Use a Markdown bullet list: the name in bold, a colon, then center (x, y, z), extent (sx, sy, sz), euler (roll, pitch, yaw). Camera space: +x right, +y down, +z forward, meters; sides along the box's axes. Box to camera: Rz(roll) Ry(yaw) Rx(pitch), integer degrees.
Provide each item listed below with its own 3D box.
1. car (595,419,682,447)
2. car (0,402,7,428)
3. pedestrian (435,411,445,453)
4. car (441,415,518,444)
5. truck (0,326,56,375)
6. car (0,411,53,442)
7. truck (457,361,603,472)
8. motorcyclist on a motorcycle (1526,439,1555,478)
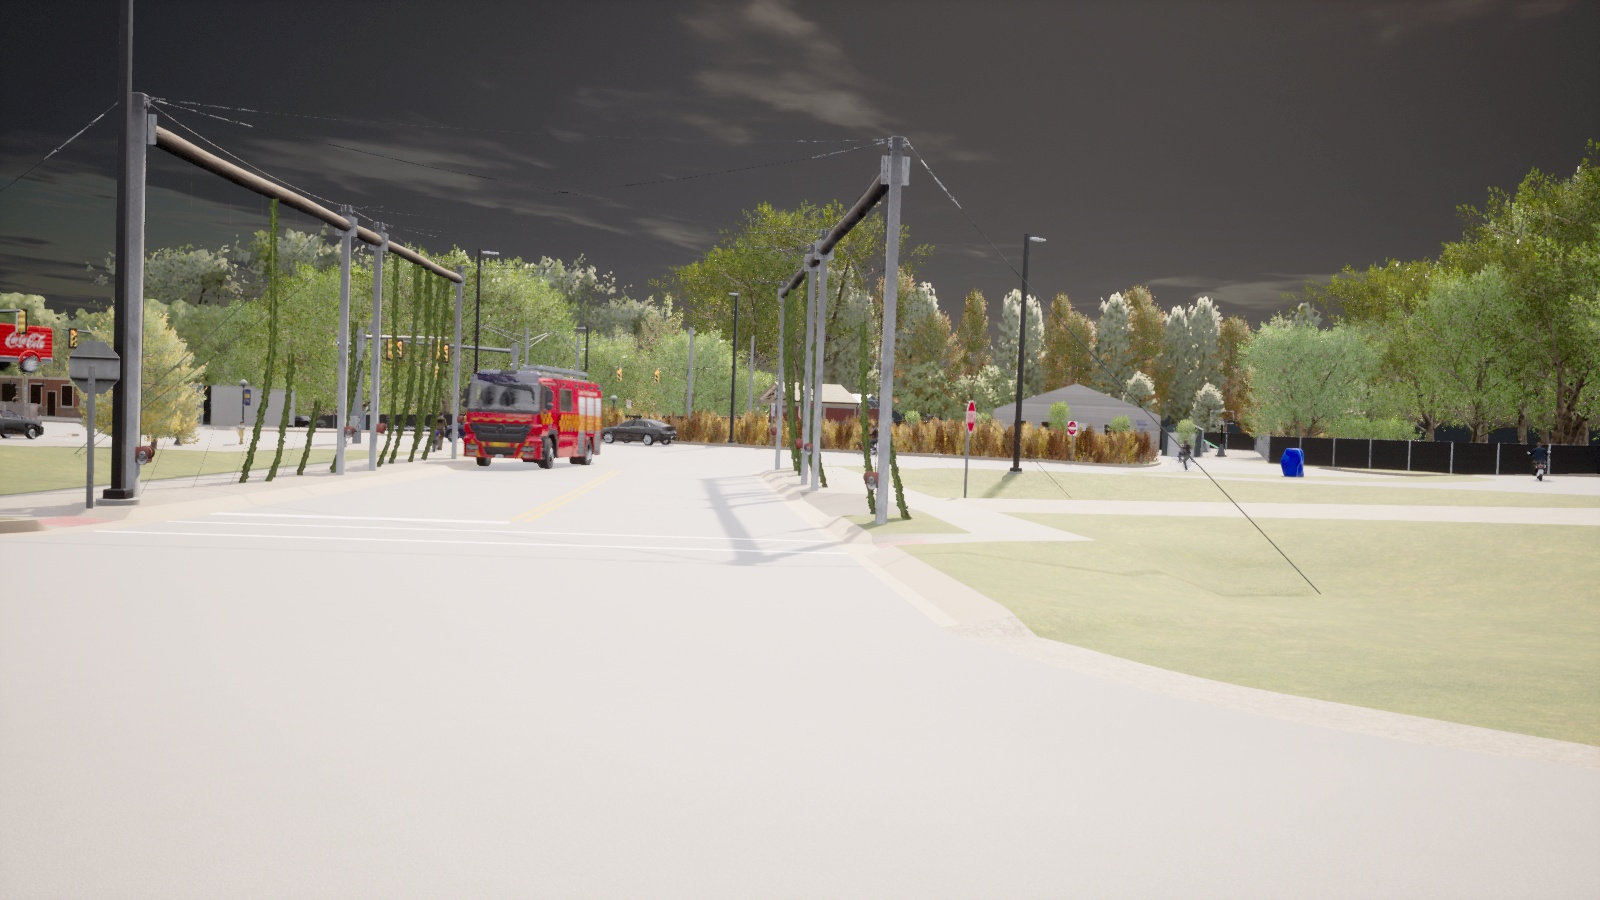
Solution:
- **car**: center (-9.385, -1.017, 72.962), extent (4.892, 1.490, 1.837), euler (2, 3, 31)
- **car**: center (-53.735, -2.291, 80.719), extent (5.027, 1.651, 2.152), euler (2, 2, 21)
- **pedestrian**: center (-16.659, -0.827, 58.131), extent (0.396, 1.930, 0.692), euler (1, 2, -13)
- **car**: center (-18.563, -1.213, 72.718), extent (3.988, 1.617, 1.851), euler (1, 2, 20)
- **truck**: center (-43.567, -5.456, 67.800), extent (2.627, 2.467, 5.204), euler (5, 3, 21)
- **car**: center (-39.796, -1.177, 61.949), extent (2.128, 1.511, 4.902), euler (2, 1, 16)
- **truck**: center (-10.191, -1.244, 48.457), extent (2.891, 3.827, 8.468), euler (2, 1, 6)
- **motorcyclist on a motorcycle**: center (30.881, 0.349, 52.378), extent (0.866, 1.590, 1.817), euler (-1, 0, 26)
